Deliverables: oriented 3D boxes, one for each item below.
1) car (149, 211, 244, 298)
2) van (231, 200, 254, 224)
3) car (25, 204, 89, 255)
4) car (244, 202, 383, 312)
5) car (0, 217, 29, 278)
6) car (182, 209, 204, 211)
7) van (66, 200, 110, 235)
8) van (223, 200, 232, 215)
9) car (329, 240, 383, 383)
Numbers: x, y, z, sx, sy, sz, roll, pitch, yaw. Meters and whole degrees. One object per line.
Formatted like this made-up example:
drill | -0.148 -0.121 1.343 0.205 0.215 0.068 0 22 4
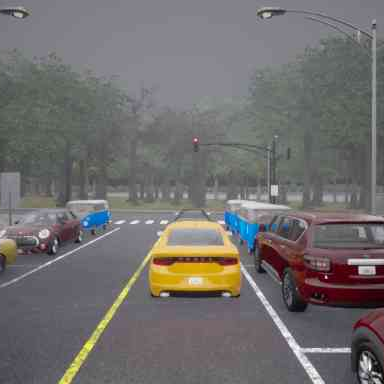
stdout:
car | 0.076 1.478 8.578 1.882 1.535 5.008 0 0 0
van | 2.746 1.342 13.061 1.690 1.788 3.998 0 0 0
car | -5.779 1.441 13.051 1.967 1.590 4.097 0 0 0
car | 2.753 1.315 7.624 2.192 1.841 5.009 0 0 0
car | -5.772 1.526 7.444 1.752 1.417 4.829 0 0 0
car | 0.039 1.565 17.500 1.994 1.385 4.181 0 0 0
van | -5.786 1.343 18.489 1.690 1.788 3.998 0 0 0
van | 2.739 1.343 18.499 1.690 1.788 3.998 0 0 0
car | 2.759 1.440 2.186 1.967 1.590 4.097 0 0 0
